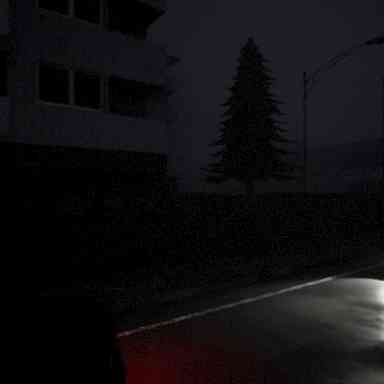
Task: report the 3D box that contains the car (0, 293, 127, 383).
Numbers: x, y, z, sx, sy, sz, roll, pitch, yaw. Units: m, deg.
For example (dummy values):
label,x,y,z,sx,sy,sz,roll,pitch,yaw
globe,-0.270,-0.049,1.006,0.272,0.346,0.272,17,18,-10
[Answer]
label,x,y,z,sx,sy,sz,roll,pitch,yaw
car,-2.881,1.482,1.929,5.008,1.535,1.882,0,0,-35
